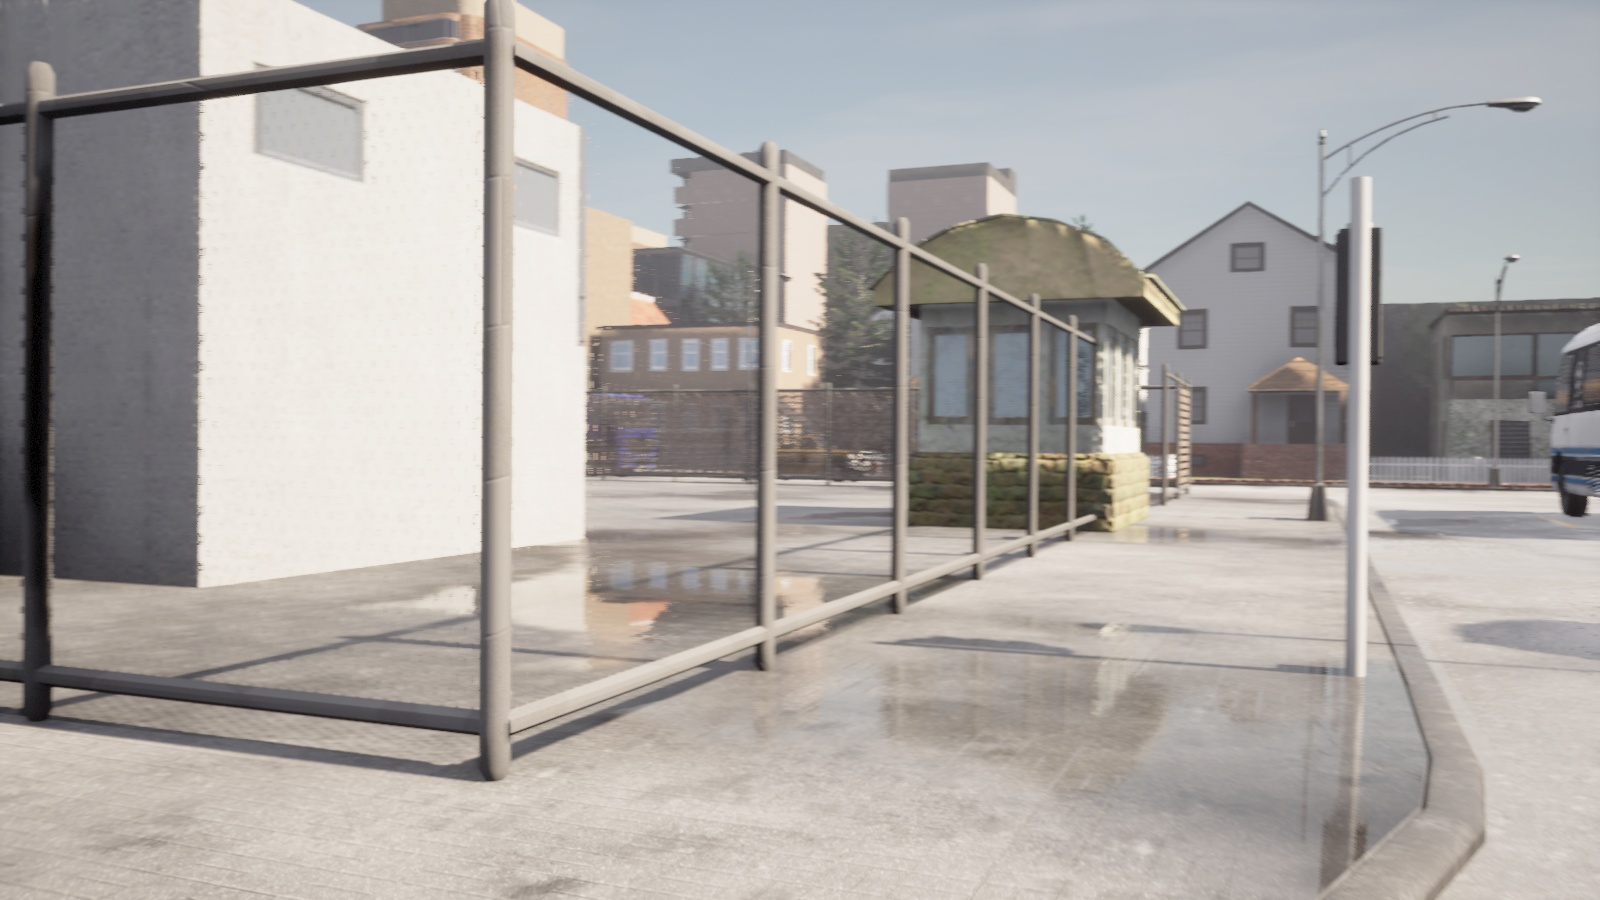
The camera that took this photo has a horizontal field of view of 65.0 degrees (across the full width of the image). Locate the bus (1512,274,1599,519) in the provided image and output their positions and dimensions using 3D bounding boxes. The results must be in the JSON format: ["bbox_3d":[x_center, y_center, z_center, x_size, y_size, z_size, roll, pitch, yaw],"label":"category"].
[{"bbox_3d":[17.331,-0.990,25.119,3.944,4.253,10.273,-1,0,22],"label":"bus"}]

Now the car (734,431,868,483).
[{"bbox_3d":[0.044,0.268,47.061,4.605,1.855,1.932,-1,0,23],"label":"car"}]

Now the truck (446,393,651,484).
[{"bbox_3d":[-10.253,-0.425,51.107,7.936,3.462,2.891,-1,0,24],"label":"truck"}]
